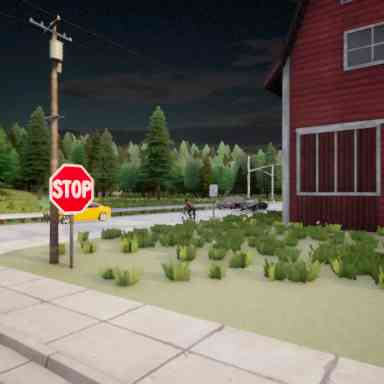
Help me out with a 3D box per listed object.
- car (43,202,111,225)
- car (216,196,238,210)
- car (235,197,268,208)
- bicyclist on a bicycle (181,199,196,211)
[{"bbox_3d":[-8.179,1.462,24.089,1.882,1.535,5.008,0,0,37],"label":"car"},{"bbox_3d":[4.953,1.336,41.722,2.097,1.767,4.553,0,0,37],"label":"car"},{"bbox_3d":[7.273,1.513,38.679,1.812,1.442,4.674,0,0,37],"label":"car"},{"bbox_3d":[-0.224,1.291,22.247,1.656,1.620,0.582,0,0,37],"label":"bicyclist on a bicycle"}]
